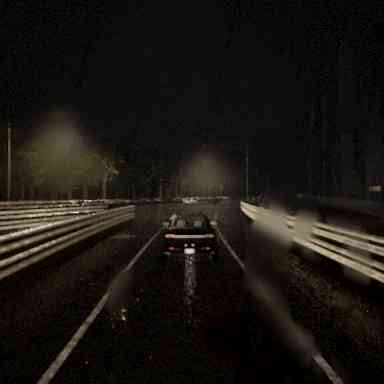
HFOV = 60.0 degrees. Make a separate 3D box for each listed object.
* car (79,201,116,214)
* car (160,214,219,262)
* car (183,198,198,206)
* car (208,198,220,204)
[{"bbox_3d":[-9.177,1.610,32.708,1.994,1.385,4.181,0,0,17],"label":"car"},{"bbox_3d":[-0.081,1.538,12.246,2.128,1.511,4.902,0,0,0],"label":"car"},{"bbox_3d":[-0.235,1.828,61.346,1.812,1.442,4.674,0,-1,17],"label":"car"},{"bbox_3d":[5.284,2.069,79.026,2.033,1.411,5.357,0,-1,17],"label":"car"}]
